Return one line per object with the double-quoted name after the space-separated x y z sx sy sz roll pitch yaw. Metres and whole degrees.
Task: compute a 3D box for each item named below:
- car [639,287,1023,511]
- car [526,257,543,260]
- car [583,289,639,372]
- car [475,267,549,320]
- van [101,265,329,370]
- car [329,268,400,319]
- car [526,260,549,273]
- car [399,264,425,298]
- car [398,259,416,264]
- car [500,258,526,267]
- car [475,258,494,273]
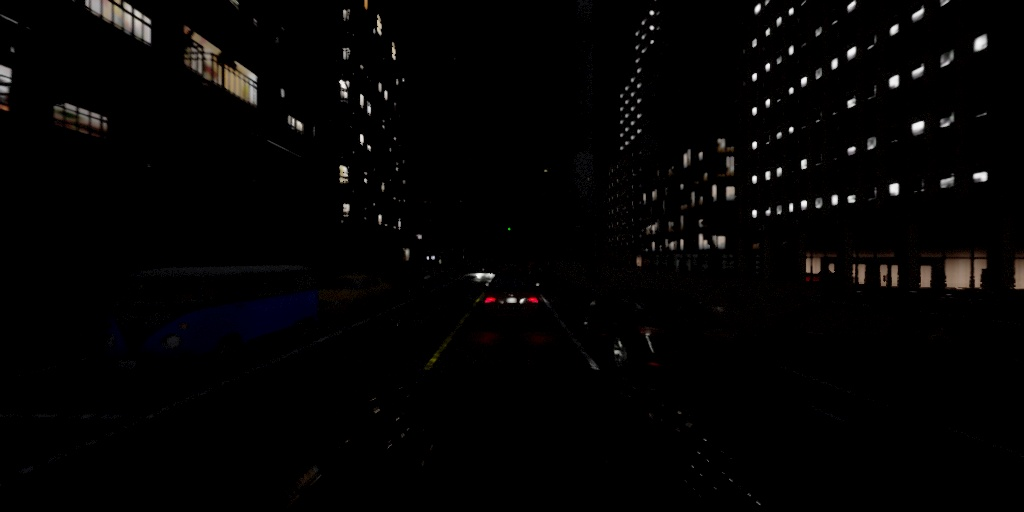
2.691 1.065 1.895 2.192 1.841 5.009 0 0 0 "car"
2.629 1.041 40.554 2.192 1.841 5.009 0 0 0 "car"
2.682 1.310 7.417 1.948 1.339 4.313 0 0 0 "car"
0.010 1.287 12.502 2.033 1.411 5.357 0 0 1 "car"
-5.699 1.084 7.404 1.690 1.789 3.998 0 0 0 "van"
-5.708 1.264 12.757 1.751 1.417 4.829 0 0 0 "car"
2.637 1.294 35.031 1.948 1.339 4.313 0 0 0 "car"
-5.717 1.300 18.450 1.948 1.339 4.313 0 0 0 "car"
-16.519 1.062 53.495 4.403 1.370 2.007 0 0 -1 "car"
0.006 1.207 30.852 1.882 1.535 5.008 0 0 0 "car"
-3.113 1.291 41.280 1.994 1.385 4.181 0 0 1 "car"
